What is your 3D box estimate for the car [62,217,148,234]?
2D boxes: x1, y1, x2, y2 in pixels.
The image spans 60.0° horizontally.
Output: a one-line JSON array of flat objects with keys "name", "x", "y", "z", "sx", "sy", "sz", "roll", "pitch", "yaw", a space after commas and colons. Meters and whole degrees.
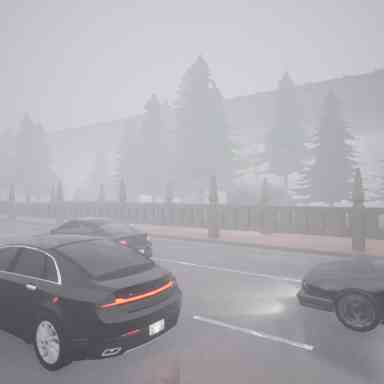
[{"name": "car", "x": -3.320, "y": 1.526, "z": 10.651, "sx": 4.674, "sy": 1.442, "sz": 1.812, "roll": 0, "pitch": 0, "yaw": 35}]

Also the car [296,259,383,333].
[{"name": "car", "x": 4.492, "y": 1.547, "z": 5.087, "sx": 5.357, "sy": 1.411, "sz": 2.033, "roll": 0, "pitch": 0, "yaw": 35}]

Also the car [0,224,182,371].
[{"name": "car", "x": -2.428, "y": 1.505, "z": 5.721, "sx": 4.892, "sy": 1.490, "sz": 1.837, "roll": 0, "pitch": 0, "yaw": 35}]
